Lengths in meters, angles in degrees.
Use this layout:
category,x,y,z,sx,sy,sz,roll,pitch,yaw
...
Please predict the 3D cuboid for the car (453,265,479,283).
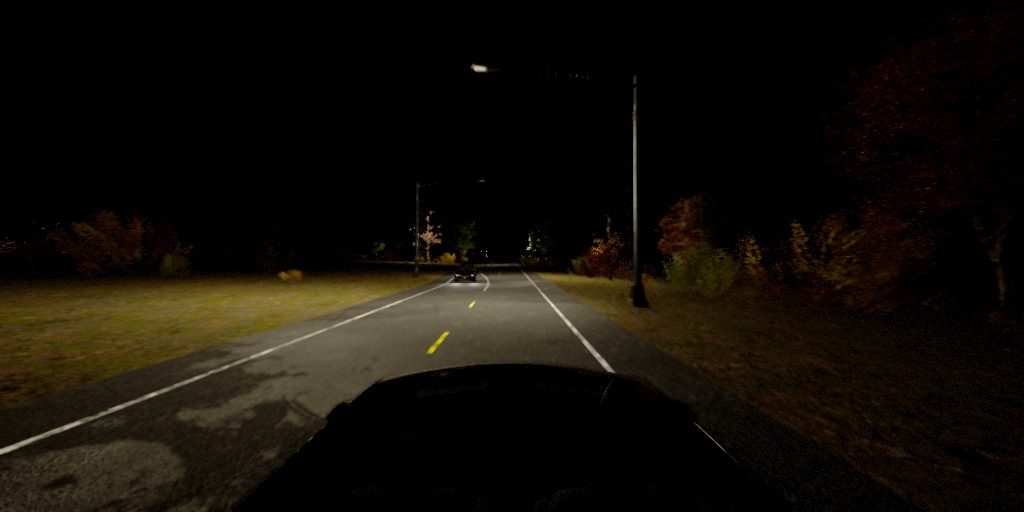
category,x,y,z,sx,sy,sz,roll,pitch,yaw
car,-4.043,1.533,31.950,1.837,1.490,4.892,0,0,-4
